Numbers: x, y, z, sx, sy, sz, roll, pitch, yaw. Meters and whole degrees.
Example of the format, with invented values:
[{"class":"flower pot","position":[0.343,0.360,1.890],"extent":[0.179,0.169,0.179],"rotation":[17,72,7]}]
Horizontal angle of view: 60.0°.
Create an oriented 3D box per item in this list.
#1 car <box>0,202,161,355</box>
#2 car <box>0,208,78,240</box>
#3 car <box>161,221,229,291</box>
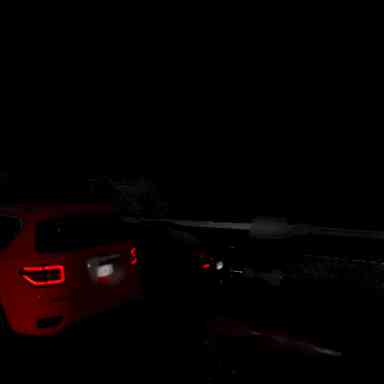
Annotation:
[{"class":"car","position":[-3.482,1.214,6.222],"extent":[5.566,2.045,2.150],"rotation":[0,0,33]},{"class":"car","position":[-8.394,1.581,17.531],"extent":[4.718,1.301,1.895],"rotation":[0,0,31]},{"class":"car","position":[-1.278,1.514,8.926],"extent":[4.674,1.442,1.812],"rotation":[0,0,34]}]
